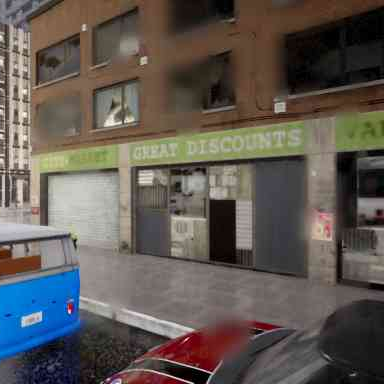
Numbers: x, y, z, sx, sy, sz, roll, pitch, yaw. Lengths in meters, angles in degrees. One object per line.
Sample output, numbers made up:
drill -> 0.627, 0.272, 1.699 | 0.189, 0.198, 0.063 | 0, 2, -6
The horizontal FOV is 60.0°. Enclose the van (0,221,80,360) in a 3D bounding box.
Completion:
van -> -3.492, 1.343, 5.204 | 3.998, 1.788, 1.690 | 0, 0, 35

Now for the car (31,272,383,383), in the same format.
car -> 1.147, 1.440, 1.909 | 4.097, 1.590, 1.967 | 0, 0, 35
